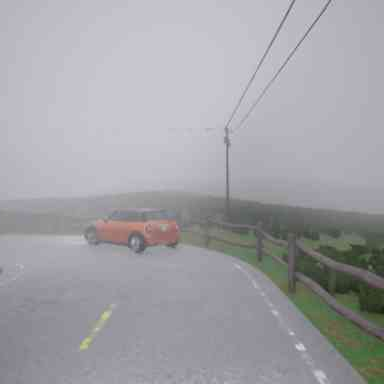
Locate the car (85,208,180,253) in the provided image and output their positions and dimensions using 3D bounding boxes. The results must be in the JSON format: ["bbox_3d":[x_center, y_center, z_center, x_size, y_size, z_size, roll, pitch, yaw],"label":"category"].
[{"bbox_3d":[-2.708,1.493,14.575,4.553,1.767,2.097,-1,-1,41],"label":"car"}]
